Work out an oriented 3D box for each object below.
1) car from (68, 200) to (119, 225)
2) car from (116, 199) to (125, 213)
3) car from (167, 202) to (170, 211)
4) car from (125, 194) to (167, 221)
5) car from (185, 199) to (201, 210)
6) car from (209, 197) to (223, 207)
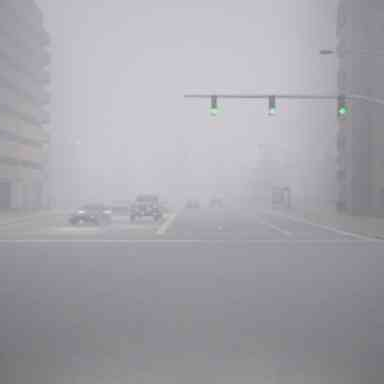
[{"bbox_3d":[-7.102,1.521,23.977,2.033,1.411,5.357,0,0,0],"label":"car"},{"bbox_3d":[-7.076,1.441,33.800,1.882,1.535,5.008,0,0,0],"label":"car"},{"bbox_3d":[-3.557,1.560,37.192,1.895,1.301,4.718,0,0,1],"label":"car"},{"bbox_3d":[-3.608,1.192,27.218,2.150,2.045,5.566,0,0,1],"label":"car"},{"bbox_3d":[0.085,1.517,42.708,1.994,1.385,4.181,0,0,0],"label":"car"},{"bbox_3d":[3.542,1.452,49.022,1.837,1.490,4.892,0,0,2],"label":"car"}]
